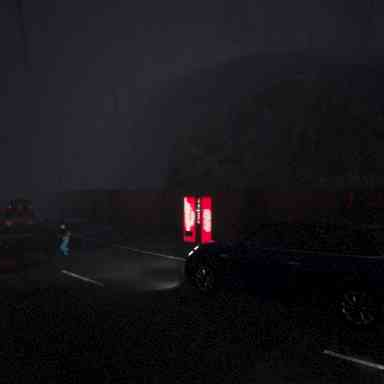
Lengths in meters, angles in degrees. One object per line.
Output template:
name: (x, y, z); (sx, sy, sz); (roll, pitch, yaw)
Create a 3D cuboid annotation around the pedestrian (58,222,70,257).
pedestrian: (-4.387, 1.574, 11.550); (0.375, 1.300, 0.375); (0, 0, -44)

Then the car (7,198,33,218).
car: (-15.903, 1.353, 30.828); (2.097, 1.767, 4.553); (0, 0, -27)

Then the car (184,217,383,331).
car: (2.008, 1.352, 7.134); (4.553, 1.767, 2.097); (0, 0, 37)

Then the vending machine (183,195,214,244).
vending machine: (0.287, 1.195, 15.033); (1.100, 2.100, 0.880); (0, 0, -45)
